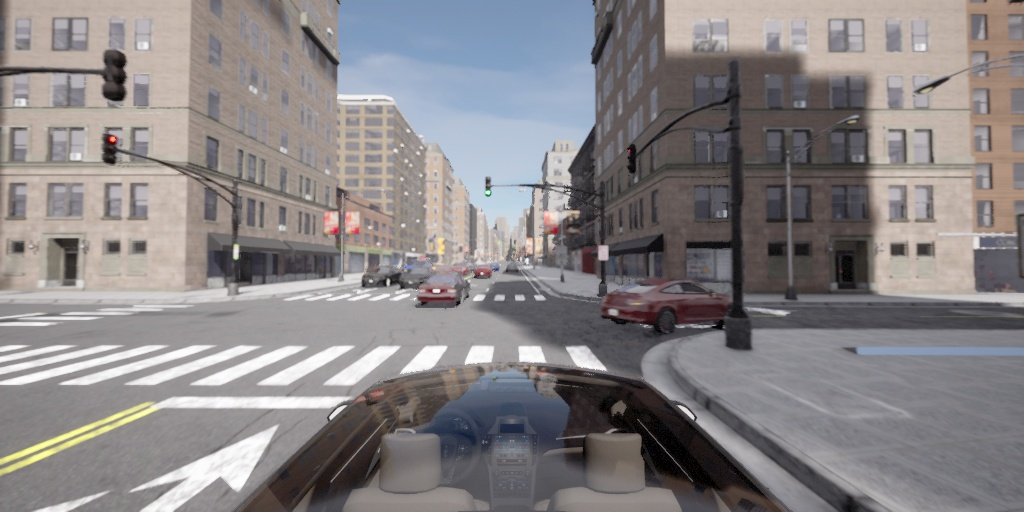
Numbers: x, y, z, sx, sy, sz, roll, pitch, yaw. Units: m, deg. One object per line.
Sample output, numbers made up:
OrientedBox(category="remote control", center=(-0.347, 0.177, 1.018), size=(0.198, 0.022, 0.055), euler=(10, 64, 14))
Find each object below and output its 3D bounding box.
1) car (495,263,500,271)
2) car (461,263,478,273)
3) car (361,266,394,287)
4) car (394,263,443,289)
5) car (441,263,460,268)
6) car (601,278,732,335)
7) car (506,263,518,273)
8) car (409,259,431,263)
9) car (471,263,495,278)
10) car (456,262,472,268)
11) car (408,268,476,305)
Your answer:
OrientedBox(category="car", center=(-3.189, 1.996, 64.421), size=(1.994, 1.385, 4.181), euler=(0, -1, 0))
OrientedBox(category="car", center=(-6.505, 1.826, 55.224), size=(2.128, 1.511, 4.902), euler=(0, -1, 0))
OrientedBox(category="car", center=(-9.843, 1.515, 27.586), size=(1.882, 1.535, 5.008), euler=(0, -1, 1))
OrientedBox(category="car", center=(-6.591, 1.495, 25.799), size=(1.882, 1.535, 5.008), euler=(0, -1, 0))
OrientedBox(category="car", center=(-6.593, 1.644, 35.004), size=(1.812, 1.442, 4.674), euler=(0, -1, 0))
OrientedBox(category="car", center=(4.826, 1.390, 10.786), size=(4.674, 1.442, 1.812), euler=(1, -2, -26))
OrientedBox(category="car", center=(-0.005, 1.914, 56.633), size=(1.994, 1.385, 4.181), euler=(0, -1, 0))
OrientedBox(category="car", center=(-9.844, 1.369, 37.762), size=(2.150, 2.045, 5.566), euler=(0, -1, -1))
OrientedBox(category="car", center=(-3.167, 1.702, 40.310), size=(1.812, 1.442, 4.674), euler=(0, -1, 0))
OrientedBox(category="car", center=(-6.560, 1.577, 44.884), size=(2.097, 1.767, 4.553), euler=(0, -1, 0))
OrientedBox(category="car", center=(-3.146, 1.506, 17.419), size=(2.033, 1.411, 5.357), euler=(0, 0, 0))
